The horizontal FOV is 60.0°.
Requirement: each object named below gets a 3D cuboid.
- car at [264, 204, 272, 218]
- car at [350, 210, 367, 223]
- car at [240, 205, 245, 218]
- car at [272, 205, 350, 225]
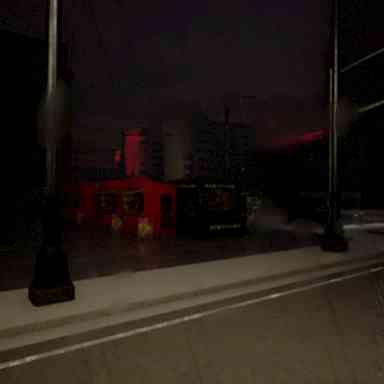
[{"bbox_3d":[7.235,1.942,36.105,1.837,1.490,4.892,1,-1,-36],"label":"car"},{"bbox_3d":[12.548,1.858,28.747,1.812,1.442,4.674,1,-1,-36],"label":"car"},{"bbox_3d":[3.927,1.945,34.704,1.812,1.442,4.674,1,-1,-36],"label":"car"},{"bbox_3d":[9.487,1.851,26.973,2.033,1.411,5.357,1,-1,-38],"label":"car"}]
